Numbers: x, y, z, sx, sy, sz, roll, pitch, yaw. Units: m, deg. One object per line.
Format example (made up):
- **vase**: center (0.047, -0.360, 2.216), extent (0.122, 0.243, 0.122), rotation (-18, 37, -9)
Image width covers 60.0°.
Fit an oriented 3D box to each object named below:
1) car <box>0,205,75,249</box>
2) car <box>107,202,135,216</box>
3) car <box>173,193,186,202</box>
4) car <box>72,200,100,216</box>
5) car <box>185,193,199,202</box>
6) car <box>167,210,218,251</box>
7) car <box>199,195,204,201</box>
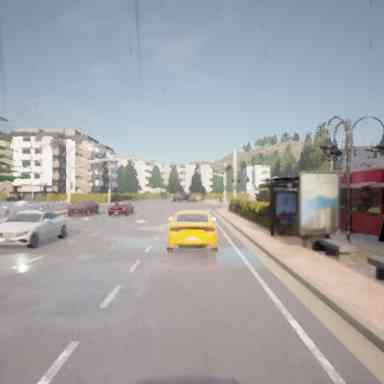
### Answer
- **car**: center (-7.061, 1.531, 14.735), extent (1.812, 1.442, 4.674), rotation (0, 0, 1)
- **car**: center (-6.963, 1.634, 32.905), extent (1.895, 1.301, 4.718), rotation (0, 0, 0)
- **car**: center (-3.447, 1.470, 81.579), extent (2.097, 1.767, 4.553), rotation (0, 0, 6)
- **car**: center (-10.468, 1.503, 32.530), extent (1.882, 1.535, 5.008), rotation (0, 0, 0)
- **car**: center (0.024, 1.657, 80.775), extent (2.033, 1.411, 5.357), rotation (0, 0, 2)
- **car**: center (0.014, 1.514, 14.146), extent (1.882, 1.535, 5.008), rotation (0, 0, 0)
- **car**: center (1.895, 1.612, 91.203), extent (1.882, 1.535, 5.008), rotation (0, 0, 18)
